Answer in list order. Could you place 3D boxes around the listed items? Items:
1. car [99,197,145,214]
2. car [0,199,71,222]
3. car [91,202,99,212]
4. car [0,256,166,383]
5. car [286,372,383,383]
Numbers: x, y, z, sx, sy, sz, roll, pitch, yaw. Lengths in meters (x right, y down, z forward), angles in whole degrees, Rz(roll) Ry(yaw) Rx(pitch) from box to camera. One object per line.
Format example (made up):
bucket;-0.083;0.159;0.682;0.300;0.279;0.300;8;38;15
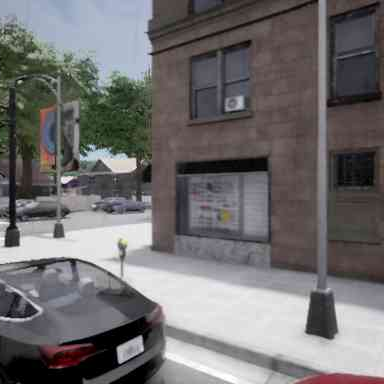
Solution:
car;-6.511;1.384;32.464;1.994;1.385;4.181;0;0;36
car;-11.591;1.396;25.352;1.812;1.442;4.674;0;0;37
car;-8.463;1.299;35.333;2.128;1.511;4.902;0;0;36
car;-2.290;1.559;4.443;4.313;1.339;1.947;0;0;36
car;2.203;1.584;1.238;4.206;1.307;1.802;0;0;36
